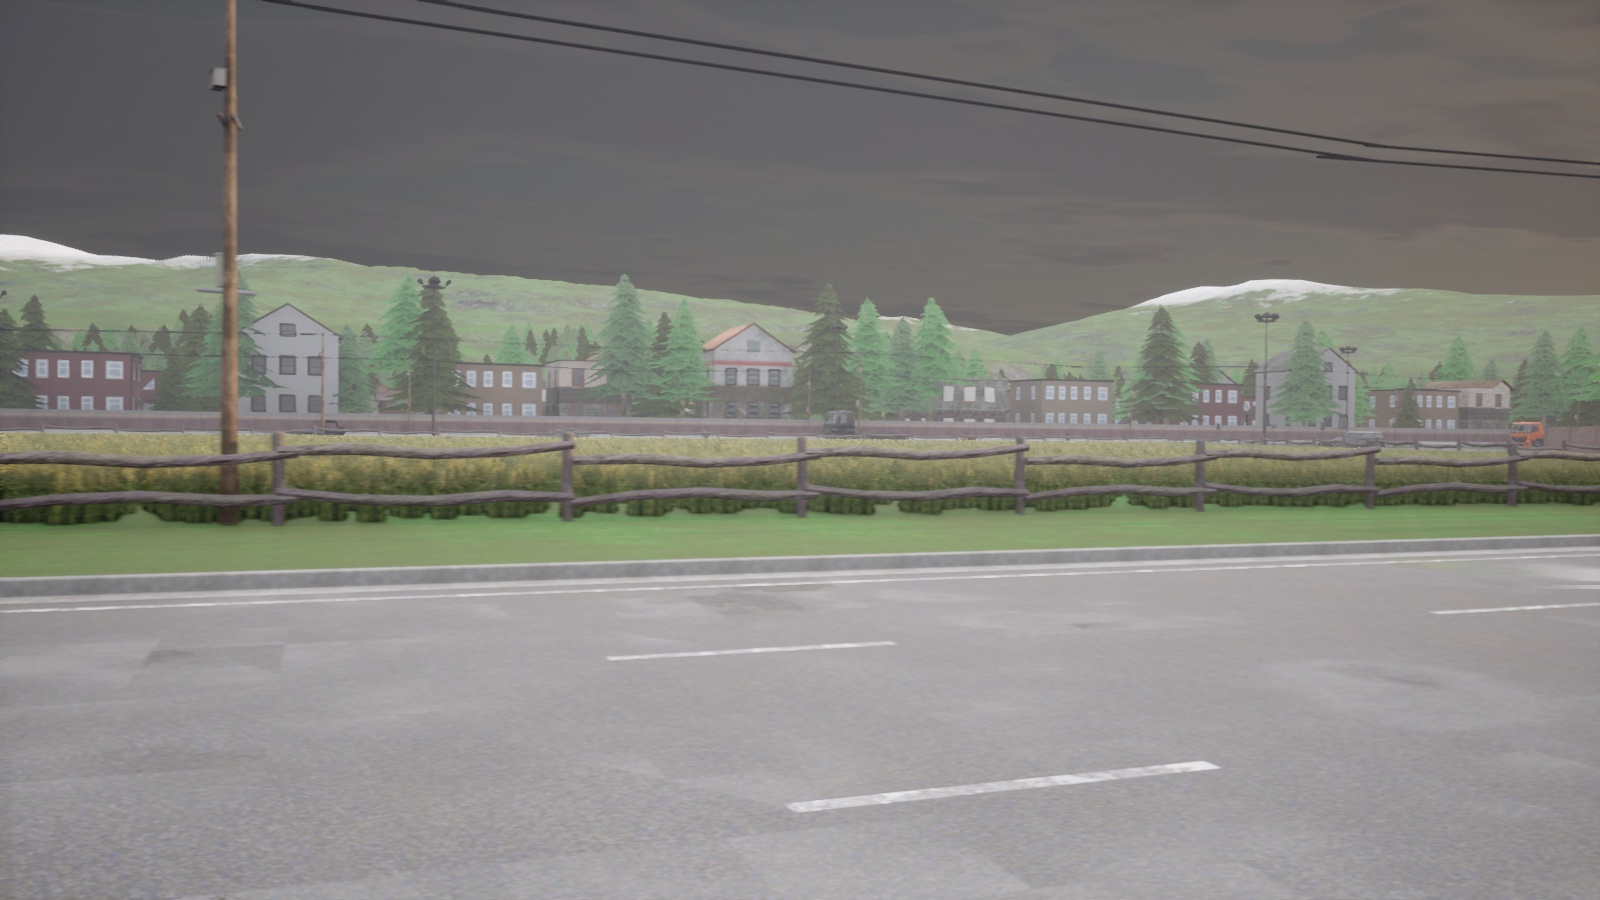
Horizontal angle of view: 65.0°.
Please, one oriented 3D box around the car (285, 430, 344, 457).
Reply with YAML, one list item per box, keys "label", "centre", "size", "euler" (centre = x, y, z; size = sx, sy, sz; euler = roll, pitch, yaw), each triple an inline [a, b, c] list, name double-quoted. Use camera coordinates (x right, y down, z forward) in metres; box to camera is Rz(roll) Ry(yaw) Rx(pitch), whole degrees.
- label: "car"
  centre: [-34.625, -0.490, 89.655]
  size: [3.866, 1.878, 1.905]
  euler: [-1, 1, -21]
